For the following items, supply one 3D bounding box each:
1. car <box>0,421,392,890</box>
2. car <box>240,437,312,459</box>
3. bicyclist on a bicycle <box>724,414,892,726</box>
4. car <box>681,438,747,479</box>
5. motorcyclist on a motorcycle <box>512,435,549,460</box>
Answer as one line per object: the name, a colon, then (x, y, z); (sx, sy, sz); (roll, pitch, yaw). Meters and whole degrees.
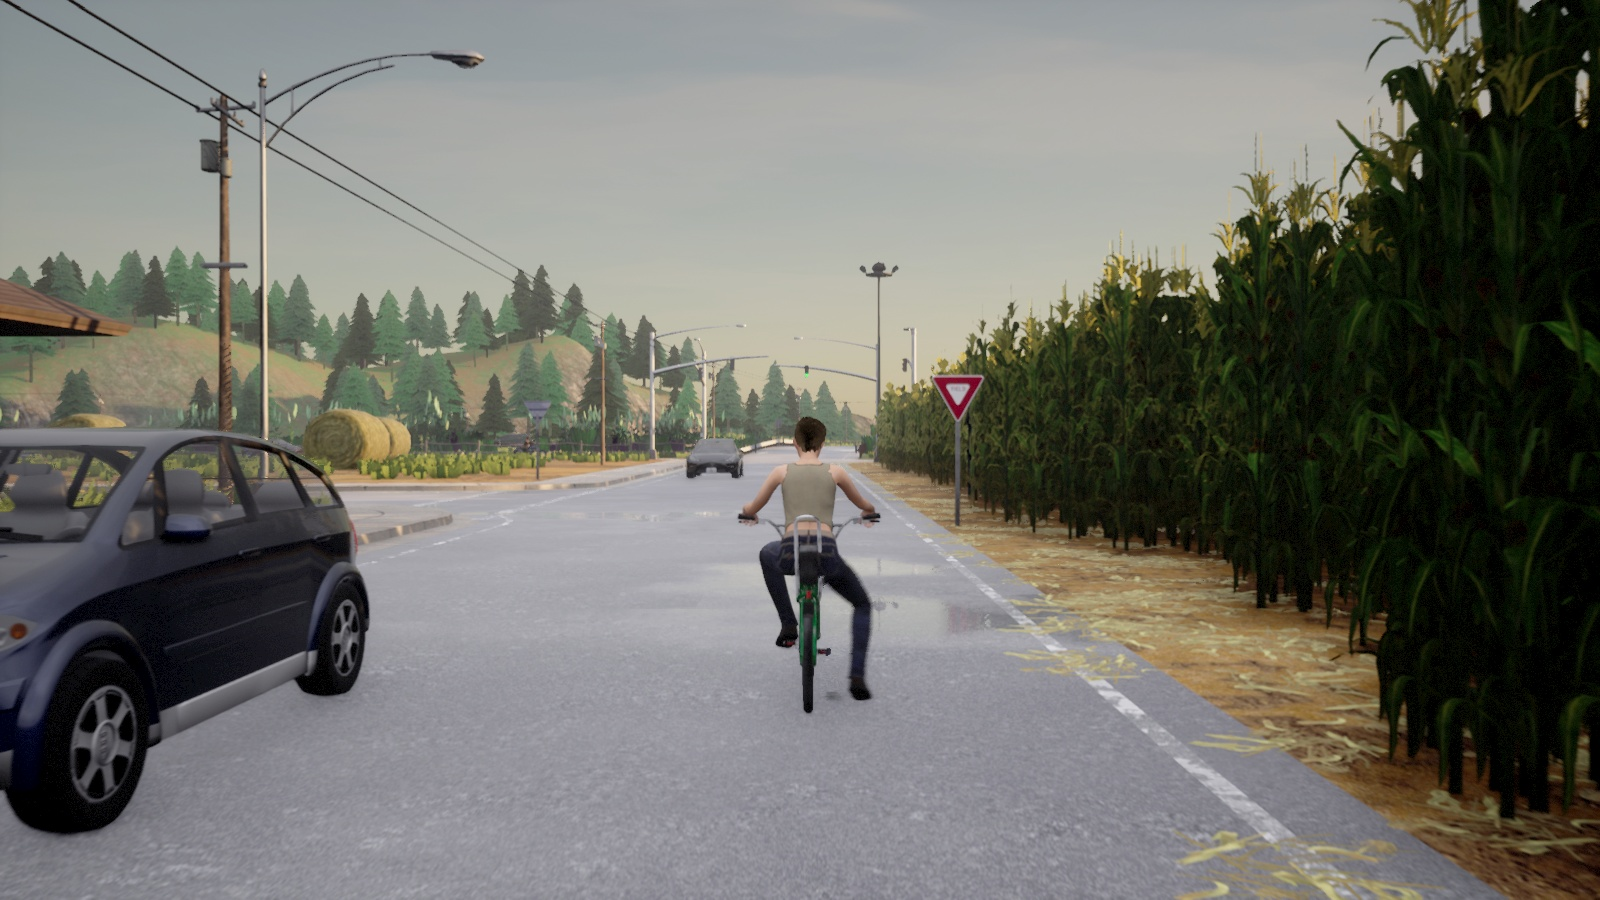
car: (-3.452, 0.663, 6.003); (1.789, 1.549, 3.705); (0, 0, 0)
car: (-35.827, -0.136, 85.951); (4.193, 1.474, 1.816); (0, 1, 3)
bicyclist on a bicycle: (0.052, 0.612, 7.244); (0.866, 1.612, 1.509); (0, 1, 1)
car: (-3.215, 0.279, 47.928); (2.163, 1.488, 4.792); (0, 1, 0)
motorcyclist on a motorcycle: (-18.230, -0.175, 84.941); (2.350, 1.649, 0.766); (0, 1, 3)
